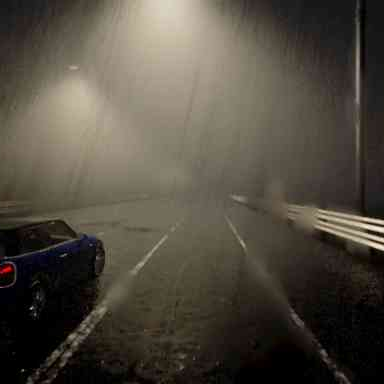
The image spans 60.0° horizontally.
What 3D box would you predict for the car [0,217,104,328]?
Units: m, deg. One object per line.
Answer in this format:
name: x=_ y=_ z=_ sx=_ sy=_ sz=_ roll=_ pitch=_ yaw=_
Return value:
car: x=-3.486 y=1.308 z=7.132 sx=2.097 sy=1.767 sz=4.553 roll=0 pitch=0 yaw=3
